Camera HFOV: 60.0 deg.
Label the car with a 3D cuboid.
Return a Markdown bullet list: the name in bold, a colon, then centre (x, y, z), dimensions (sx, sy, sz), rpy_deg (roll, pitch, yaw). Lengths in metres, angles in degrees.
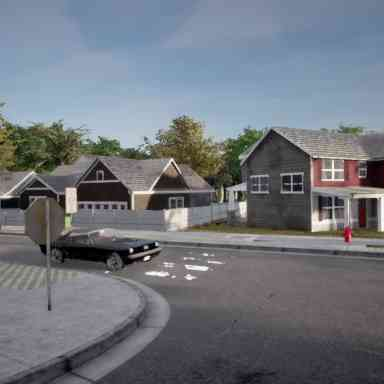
- **car**: centre (-3.510, 2.067, 12.681), dimensions (4.718, 1.301, 1.895), rpy_deg (-2, 0, 30)
